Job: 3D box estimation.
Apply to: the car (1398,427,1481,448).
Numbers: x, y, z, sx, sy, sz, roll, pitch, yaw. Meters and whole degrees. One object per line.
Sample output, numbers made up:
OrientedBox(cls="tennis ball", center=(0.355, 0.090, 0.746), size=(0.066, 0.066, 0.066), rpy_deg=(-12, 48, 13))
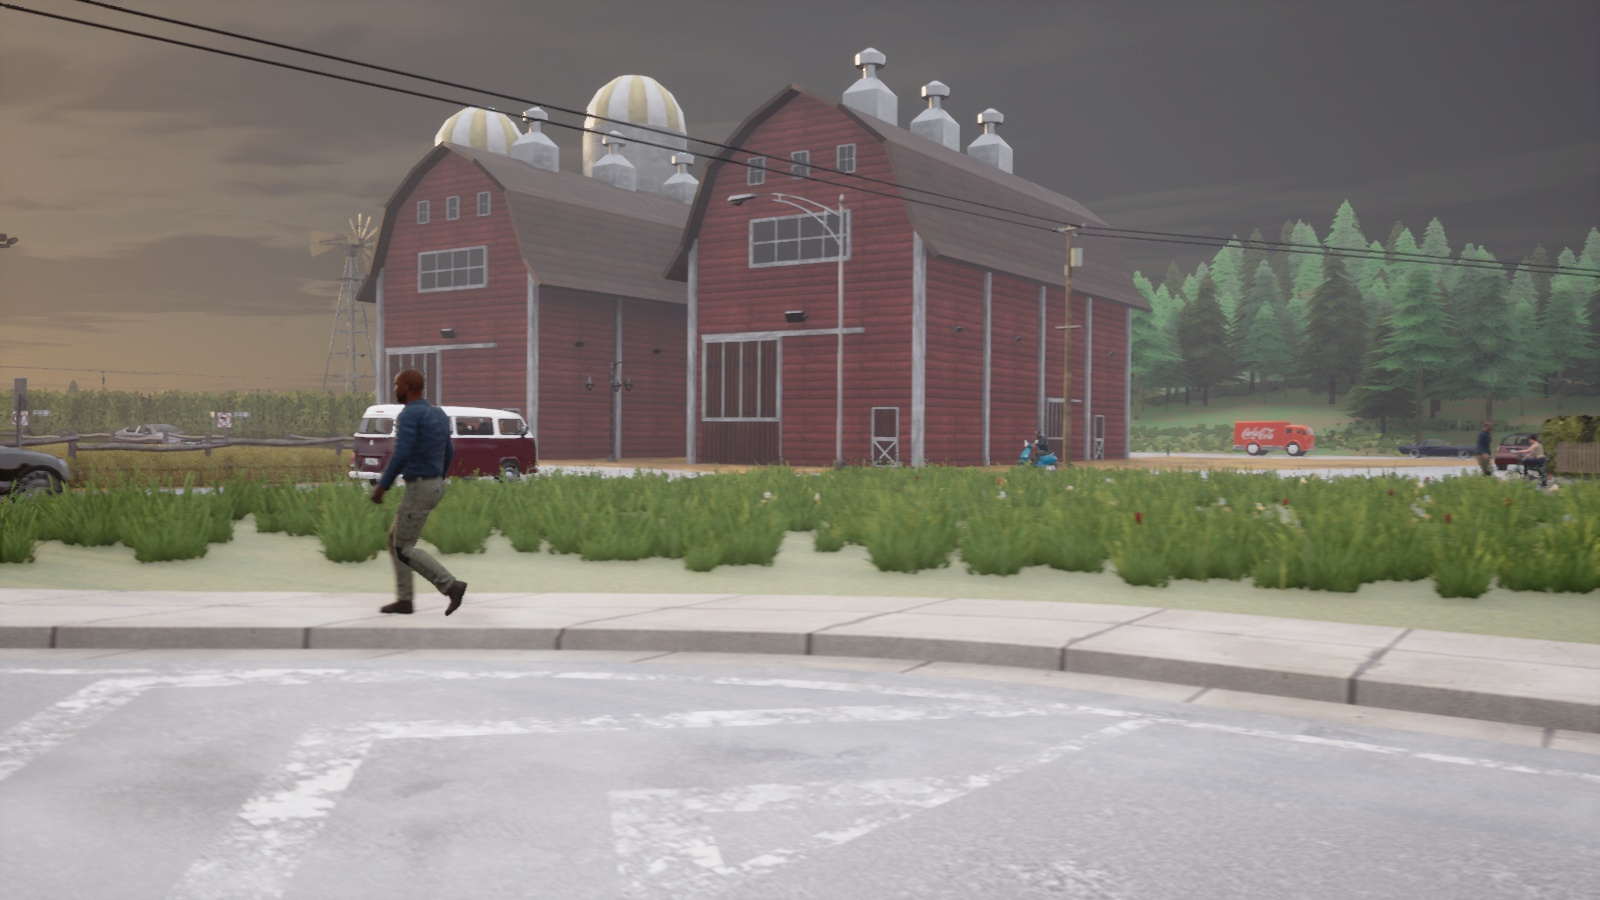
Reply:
OrientedBox(cls="car", center=(42.266, -0.824, 83.033), size=(4.718, 1.301, 1.895), rpy_deg=(0, 1, 35))

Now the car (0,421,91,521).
OrientedBox(cls="car", center=(-14.664, 0.364, 20.403), size=(2.152, 1.651, 5.027), rpy_deg=(0, 1, 34))

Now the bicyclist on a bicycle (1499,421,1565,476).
OrientedBox(cls="bicyclist on a bicycle", center=(22.105, -0.052, 37.948), size=(0.866, 1.612, 1.509), rpy_deg=(-1, 1, -34))

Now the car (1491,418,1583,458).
OrientedBox(cls="car", center=(31.265, -0.529, 53.233), size=(3.988, 1.617, 1.851), rpy_deg=(-1, 1, -35))

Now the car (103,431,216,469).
OrientedBox(cls="car", center=(-29.429, -0.010, 57.671), size=(5.027, 1.651, 2.152), rpy_deg=(0, 1, 28))

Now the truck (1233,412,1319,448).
OrientedBox(cls="truck", center=(33.680, -1.415, 88.963), size=(5.204, 2.467, 2.627), rpy_deg=(0, 1, 35))

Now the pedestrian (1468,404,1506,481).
OrientedBox(cls="pedestrian", center=(16.672, -0.180, 30.486), size=(0.402, 1.842, 0.726), rpy_deg=(-1, 1, -44))

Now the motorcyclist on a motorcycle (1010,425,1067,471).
OrientedBox(cls="motorcyclist on a motorcycle", center=(8.510, -0.068, 44.822), size=(1.817, 1.590, 0.866), rpy_deg=(-1, 1, -22))

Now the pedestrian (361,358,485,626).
OrientedBox(cls="pedestrian", center=(-2.652, 0.290, 8.857), size=(0.726, 1.835, 0.370), rpy_deg=(0, 1, 8))

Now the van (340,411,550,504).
OrientedBox(cls="van", center=(-8.300, 0.124, 29.728), size=(2.069, 2.038, 4.480), rpy_deg=(0, 1, 34))
